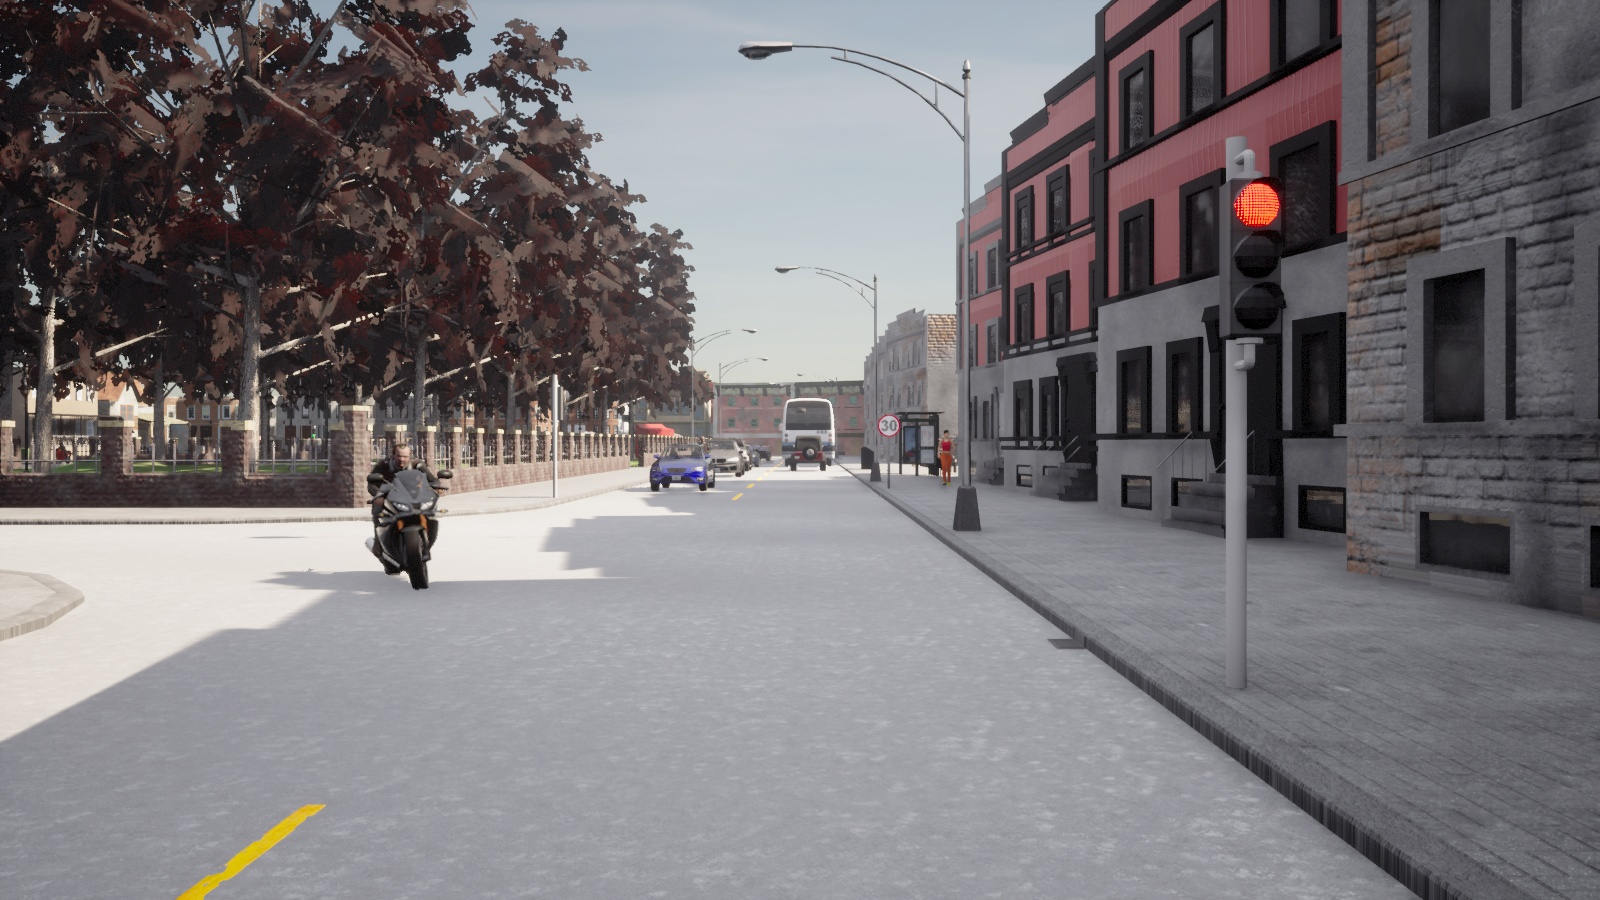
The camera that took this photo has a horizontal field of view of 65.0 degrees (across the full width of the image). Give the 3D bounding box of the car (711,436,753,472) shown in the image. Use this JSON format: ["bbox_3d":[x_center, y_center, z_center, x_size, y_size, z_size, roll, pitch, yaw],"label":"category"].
[{"bbox_3d":[-3.560,0.187,66.136,1.932,1.855,4.605,0,0,1],"label":"car"}]

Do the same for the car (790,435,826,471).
[{"bbox_3d":[0.450,0.159,67.910,1.905,1.878,3.866,0,0,0],"label":"car"}]

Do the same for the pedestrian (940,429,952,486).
[{"bbox_3d":[4.707,0.232,40.403,0.345,1.836,0.594,0,0,9],"label":"pedestrian"}]

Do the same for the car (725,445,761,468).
[{"bbox_3d":[-3.491,0.371,77.325,1.994,1.385,4.181,0,0,0],"label":"car"}]

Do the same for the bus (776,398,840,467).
[{"bbox_3d":[0.543,-1.098,82.938,3.944,4.253,10.273,0,0,0],"label":"bus"}]

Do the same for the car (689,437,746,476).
[{"bbox_3d":[-3.627,0.270,56.252,2.242,1.667,4.611,0,0,0],"label":"car"}]

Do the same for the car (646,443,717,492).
[{"bbox_3d":[-3.717,0.530,40.145,1.816,1.474,4.193,0,0,1],"label":"car"}]

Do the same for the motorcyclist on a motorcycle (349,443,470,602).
[{"bbox_3d":[-4.233,0.702,13.482,0.866,1.530,2.191,-2,1,-26],"label":"motorcyclist on a motorcycle"}]
